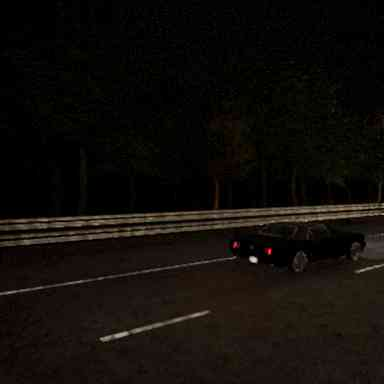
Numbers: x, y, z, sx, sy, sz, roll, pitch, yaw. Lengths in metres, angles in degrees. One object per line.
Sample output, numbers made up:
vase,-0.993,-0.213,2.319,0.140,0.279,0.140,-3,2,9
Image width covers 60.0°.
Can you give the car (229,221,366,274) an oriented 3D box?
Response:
car,3.518,1.591,10.555,4.718,1.301,1.895,0,0,-36
